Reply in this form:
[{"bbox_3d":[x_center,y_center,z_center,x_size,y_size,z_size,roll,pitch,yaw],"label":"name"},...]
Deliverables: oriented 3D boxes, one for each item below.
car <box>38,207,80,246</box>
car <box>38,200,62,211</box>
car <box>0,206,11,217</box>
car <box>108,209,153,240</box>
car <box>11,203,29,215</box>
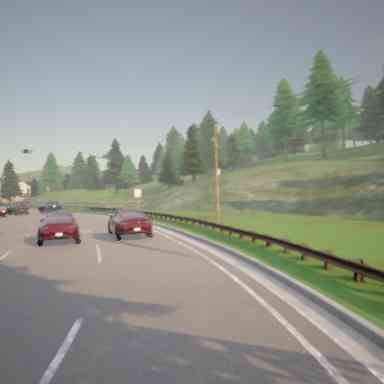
[{"bbox_3d":[-6.723,1.751,16.916,1.812,1.442,4.674,-1,0,-21],"label":"car"},{"bbox_3d":[-19.631,2.011,45.869,2.097,1.767,4.553,-2,0,-39],"label":"car"},{"bbox_3d":[-23.582,2.392,39.862,1.895,1.301,4.718,-2,0,-39],"label":"car"},{"bbox_3d":[-3.406,1.640,17.977,1.812,1.442,4.674,-1,0,-20],"label":"car"},{"bbox_3d":[-23.810,2.291,45.539,2.128,1.511,4.902,-2,0,-40],"label":"car"}]
